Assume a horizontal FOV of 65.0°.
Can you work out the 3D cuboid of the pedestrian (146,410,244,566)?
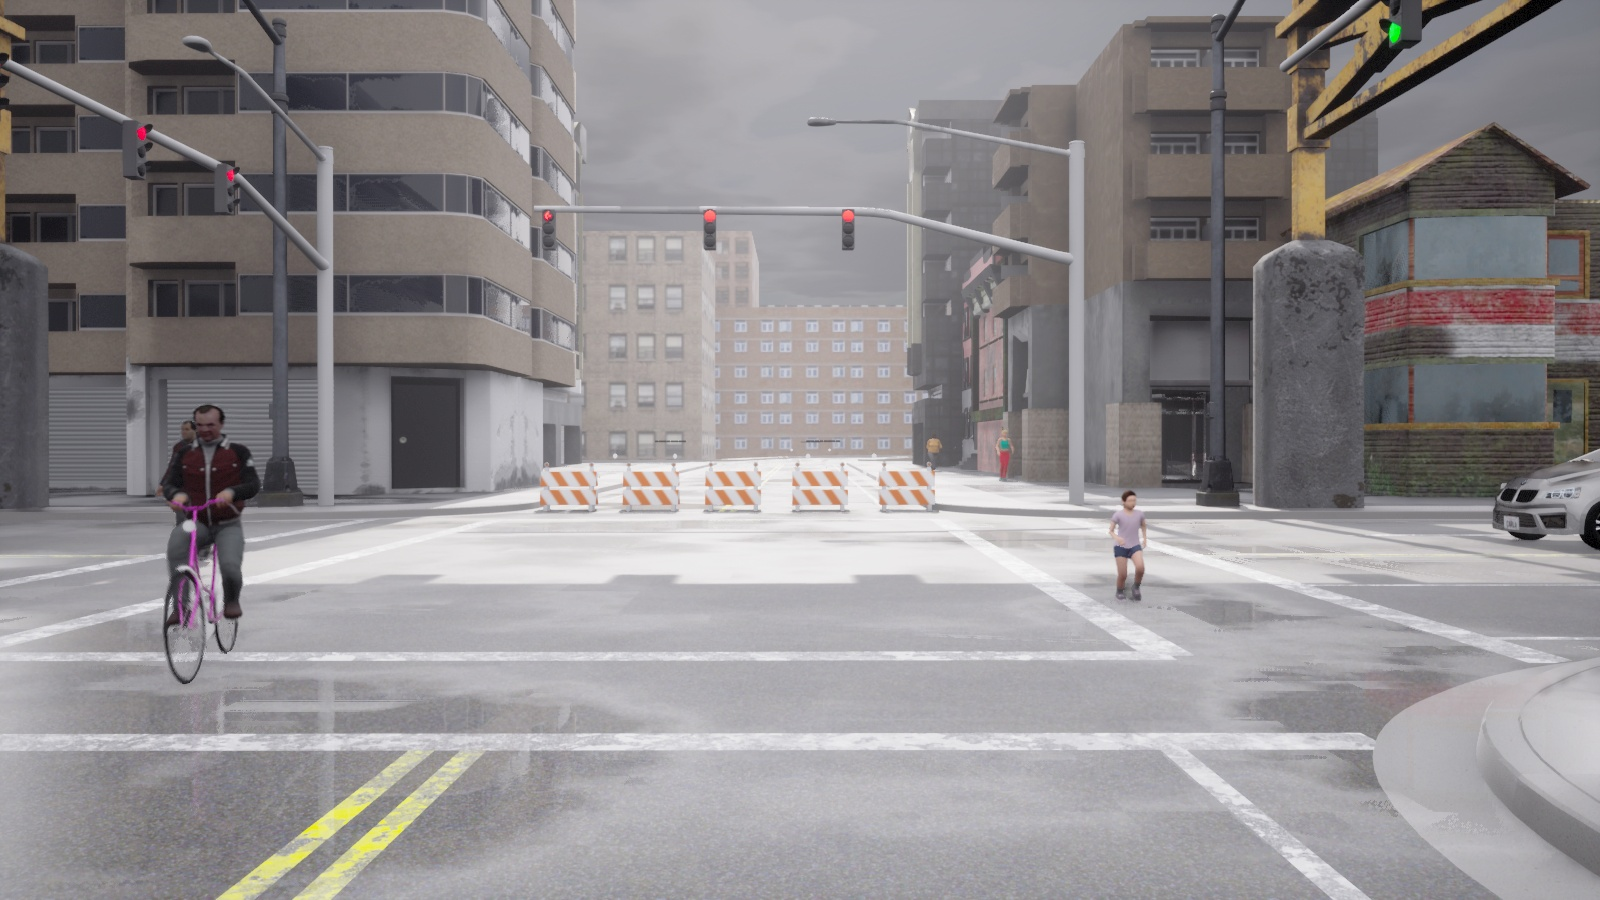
[{"bbox_3d":[-7.418,0.450,15.421,0.634,1.844,0.899,0,0,17],"label":"pedestrian"}]

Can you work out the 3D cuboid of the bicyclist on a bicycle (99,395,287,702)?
[{"bbox_3d":[-3.922,0.567,8.263,0.659,1.776,1.843,-1,0,-12],"label":"bicyclist on a bicycle"}]

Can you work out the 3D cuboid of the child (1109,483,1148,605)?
[{"bbox_3d":[3.057,0.865,11.683,0.255,1.110,0.394,0,0,-1],"label":"child"}]

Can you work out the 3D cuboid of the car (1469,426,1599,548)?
[{"bbox_3d":[12.614,0.498,18.226,4.611,1.667,2.242,0,0,0],"label":"car"}]

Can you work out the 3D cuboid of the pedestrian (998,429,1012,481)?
[{"bbox_3d":[7.183,0.168,44.066,0.345,1.836,0.594,0,0,-5],"label":"pedestrian"}]

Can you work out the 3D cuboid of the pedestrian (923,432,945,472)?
[{"bbox_3d":[6.246,0.086,58.528,0.874,1.855,0.900,0,0,-4],"label":"pedestrian"}]
